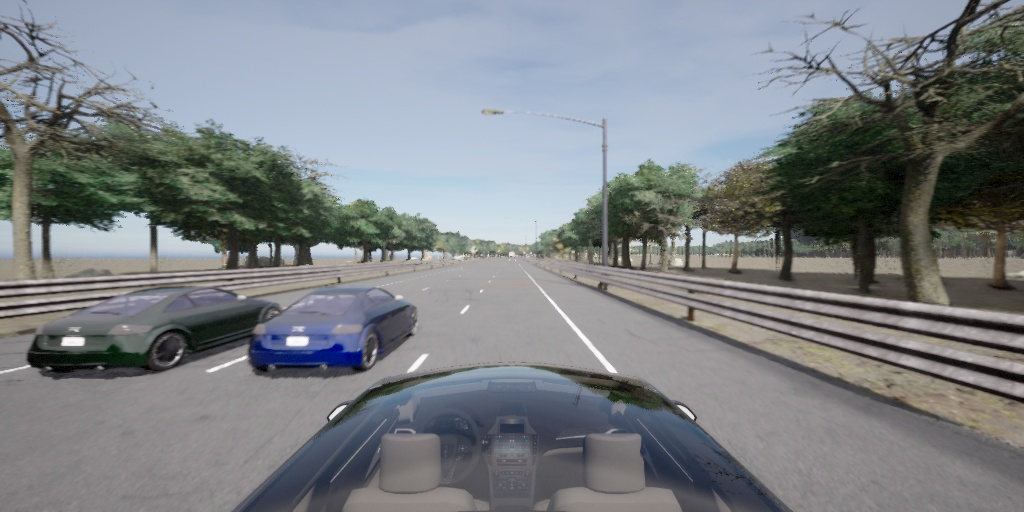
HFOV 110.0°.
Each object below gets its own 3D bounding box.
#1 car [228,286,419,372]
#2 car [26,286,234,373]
[{"bbox_3d":[-3.400,1.318,7.688,1.994,1.385,4.181,0,0,0],"label":"car"},{"bbox_3d":[-6.902,1.318,7.647,1.994,1.385,4.181,0,0,0],"label":"car"}]
